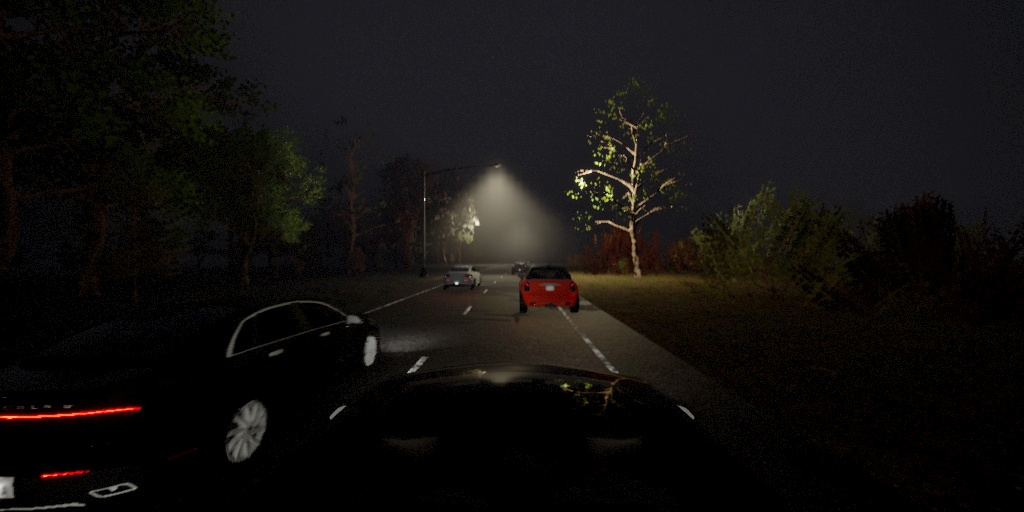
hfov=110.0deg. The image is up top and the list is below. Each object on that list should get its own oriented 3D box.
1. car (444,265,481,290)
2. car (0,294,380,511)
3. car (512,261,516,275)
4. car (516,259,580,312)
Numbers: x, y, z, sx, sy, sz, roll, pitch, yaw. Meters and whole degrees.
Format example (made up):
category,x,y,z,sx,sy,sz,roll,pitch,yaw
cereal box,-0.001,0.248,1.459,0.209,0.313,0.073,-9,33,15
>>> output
category,x,y,z,sx,sy,sz,roll,pitch,yaw
car,-3.098,1.309,22.798,1.812,1.442,4.674,0,0,1
car,-3.373,1.260,4.754,1.837,1.490,4.892,0,0,0
car,0.978,1.302,40.722,2.128,1.511,4.902,0,0,3
car,1.336,1.121,14.374,2.097,1.767,4.553,0,0,1
